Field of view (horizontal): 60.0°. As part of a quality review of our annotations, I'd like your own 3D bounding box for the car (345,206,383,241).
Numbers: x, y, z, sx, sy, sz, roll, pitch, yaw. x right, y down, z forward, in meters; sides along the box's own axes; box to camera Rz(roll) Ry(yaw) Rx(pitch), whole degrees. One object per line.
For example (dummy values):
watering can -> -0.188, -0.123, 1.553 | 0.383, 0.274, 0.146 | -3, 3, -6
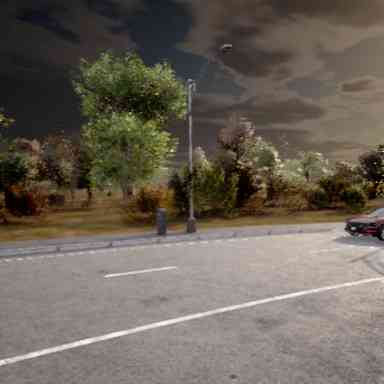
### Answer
car -> 9.808, 1.407, 16.108 | 5.008, 1.535, 1.882 | 0, 0, -19
